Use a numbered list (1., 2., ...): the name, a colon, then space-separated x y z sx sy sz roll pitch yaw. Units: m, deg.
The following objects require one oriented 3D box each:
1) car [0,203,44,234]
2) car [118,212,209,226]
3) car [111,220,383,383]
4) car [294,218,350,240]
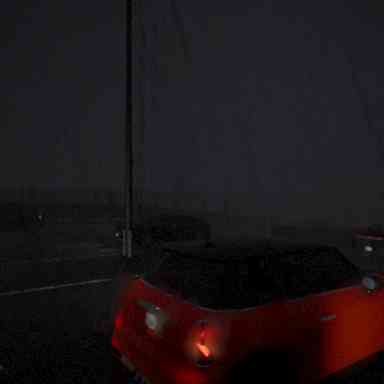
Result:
1. car: -10.560 1.378 17.953 4.553 1.767 2.097 1 -1 -35
2. car: -1.298 1.738 15.958 4.892 1.490 1.837 3 -2 -35
3. car: 1.319 1.425 4.686 4.553 1.767 2.097 2 -1 -35
4. car: 11.551 3.275 29.402 4.902 1.511 2.128 9 -5 -35
